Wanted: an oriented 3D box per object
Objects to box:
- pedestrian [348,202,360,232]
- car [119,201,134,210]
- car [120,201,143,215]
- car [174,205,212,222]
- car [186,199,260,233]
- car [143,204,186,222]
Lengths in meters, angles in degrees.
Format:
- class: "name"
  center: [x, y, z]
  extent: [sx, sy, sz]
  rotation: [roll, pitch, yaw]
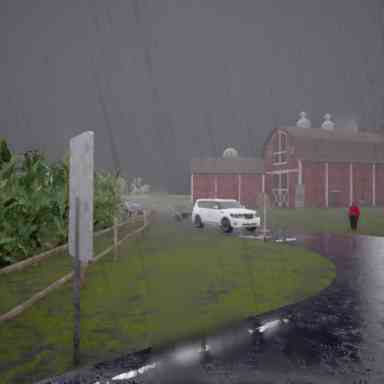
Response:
- class: "pedestrian"
  center: [9.930, 1.483, 20.395]
  extent: [0.375, 1.860, 0.375]
  rotation: [0, 0, -32]
- class: "car"
  center: [-11.729, 2.383, 59.407]
  extent: [1.882, 1.535, 5.008]
  rotation: [0, -1, -19]
- class: "car"
  center: [-7.076, 2.074, 39.762]
  extent: [1.837, 1.490, 4.892]
  rotation: [1, -1, -25]
- class: "car"
  center: [0.028, 1.991, 31.871]
  extent: [1.994, 1.385, 4.181]
  rotation: [1, -1, -27]
- class: "car"
  center: [2.059, 1.464, 22.078]
  extent: [2.150, 2.045, 5.566]
  rotation: [1, -1, -30]
- class: "car"
  center: [-2.642, 1.910, 30.672]
  extent: [1.837, 1.490, 4.892]
  rotation: [1, -1, -27]
